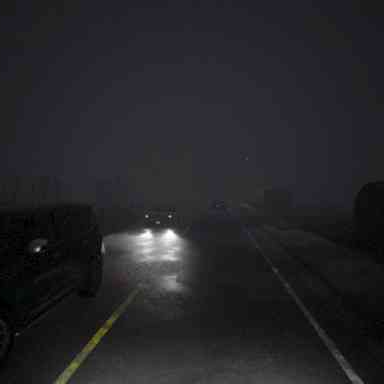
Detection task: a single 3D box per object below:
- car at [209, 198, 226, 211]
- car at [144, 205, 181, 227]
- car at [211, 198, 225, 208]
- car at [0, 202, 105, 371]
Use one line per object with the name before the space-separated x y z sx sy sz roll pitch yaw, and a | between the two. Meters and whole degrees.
car | 3.125 1.564 40.043 1.994 1.385 4.181 0 0 5
car | -1.921 1.601 22.800 1.895 1.301 4.718 0 0 5
car | 3.912 1.601 50.006 1.895 1.301 4.718 0 0 4
car | -3.257 1.230 5.701 2.150 2.045 5.566 0 0 4
